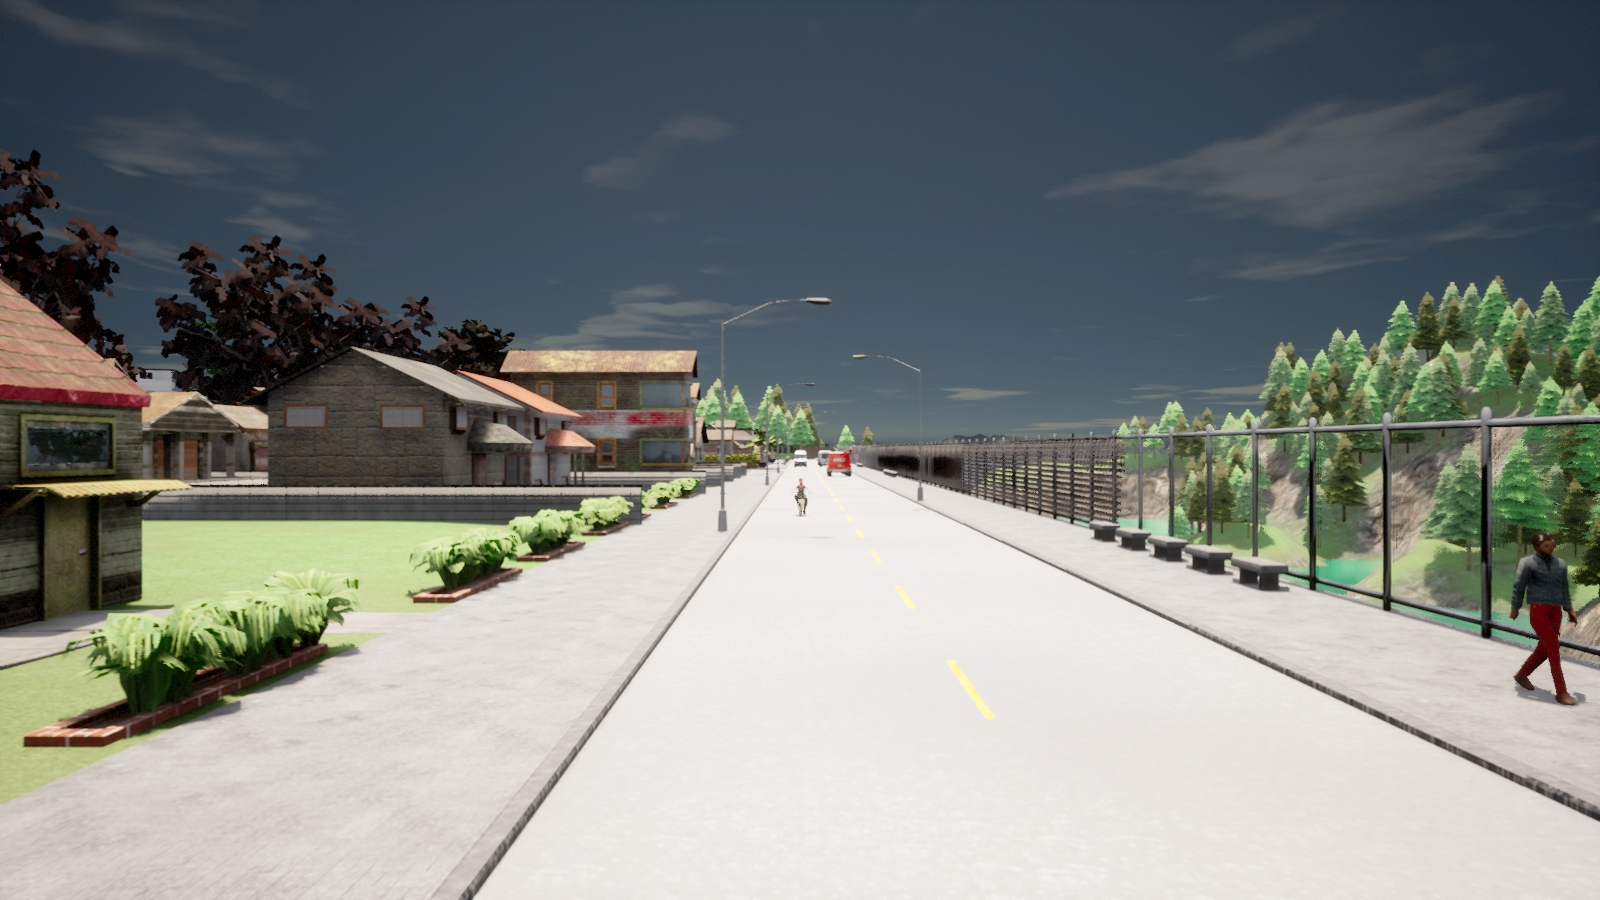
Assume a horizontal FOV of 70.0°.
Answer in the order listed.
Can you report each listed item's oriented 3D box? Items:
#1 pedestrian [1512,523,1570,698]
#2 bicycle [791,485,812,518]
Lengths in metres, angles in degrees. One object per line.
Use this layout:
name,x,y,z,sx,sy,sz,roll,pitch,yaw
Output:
pedestrian,8.064,1.733,12.440,0.375,1.860,0.375,0,0,-1
bicycle,0.049,2.124,47.199,0.859,1.276,1.487,0,0,0
